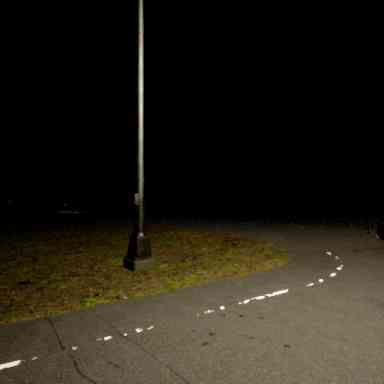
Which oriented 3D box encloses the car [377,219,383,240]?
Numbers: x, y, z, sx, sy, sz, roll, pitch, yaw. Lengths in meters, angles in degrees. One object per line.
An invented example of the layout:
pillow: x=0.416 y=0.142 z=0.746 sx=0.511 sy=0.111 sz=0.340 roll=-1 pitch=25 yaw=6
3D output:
car: x=9.488 y=1.520 z=12.153 sx=2.128 sy=1.511 sz=4.902 roll=1 pitch=-1 yaw=-36

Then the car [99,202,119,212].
car: x=-14.318 y=2.472 z=56.927 sx=2.097 sy=1.767 sz=4.553 roll=3 pitch=-3 yaw=-36

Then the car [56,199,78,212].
car: x=-19.944 y=2.088 z=52.800 sx=2.150 sy=2.045 sz=5.566 roll=2 pitch=-3 yaw=-35
